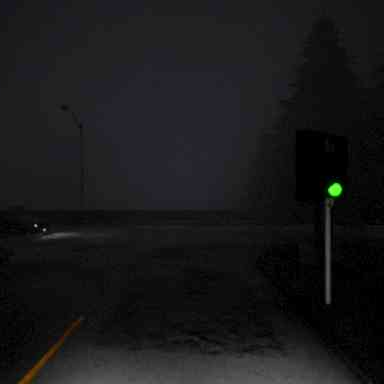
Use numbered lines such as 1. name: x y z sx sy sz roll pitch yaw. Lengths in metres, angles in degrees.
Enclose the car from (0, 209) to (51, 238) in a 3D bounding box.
1. car: -10.588 1.648 17.881 5.357 1.411 2.033 0 0 0
